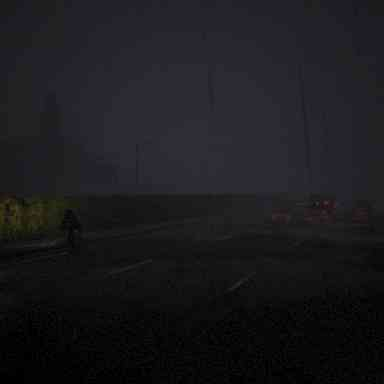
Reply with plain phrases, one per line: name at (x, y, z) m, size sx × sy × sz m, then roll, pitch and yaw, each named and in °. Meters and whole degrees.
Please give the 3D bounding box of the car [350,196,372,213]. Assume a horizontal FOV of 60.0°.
car at (19.284, 1.505, 37.973) m, size 1.837 × 1.490 × 4.892 m, roll 0°, pitch 0°, yaw 28°

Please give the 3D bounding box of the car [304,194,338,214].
car at (13.660, 1.221, 35.051) m, size 2.150 × 2.045 × 5.566 m, roll 0°, pitch 0°, yaw 29°

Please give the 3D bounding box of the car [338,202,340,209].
car at (18.224, 1.601, 43.538) m, size 1.895 × 1.301 × 4.718 m, roll 0°, pitch 0°, yaw 29°

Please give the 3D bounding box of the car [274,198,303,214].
car at (10.240, 1.478, 35.937) m, size 1.882 × 1.535 × 5.008 m, roll 0°, pitch 0°, yaw 28°

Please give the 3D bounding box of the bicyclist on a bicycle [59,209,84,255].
bicyclist on a bicycle at (-4.434, 1.455, 12.189) m, size 1.656 × 1.620 × 0.582 m, roll -3°, pitch -2°, yaw 40°
